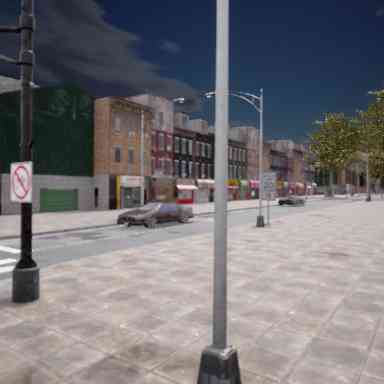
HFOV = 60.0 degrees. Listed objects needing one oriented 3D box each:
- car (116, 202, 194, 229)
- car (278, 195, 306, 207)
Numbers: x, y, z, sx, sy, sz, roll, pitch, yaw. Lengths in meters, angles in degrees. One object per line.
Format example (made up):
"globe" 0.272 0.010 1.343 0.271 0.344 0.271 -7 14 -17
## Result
"car" -1.988 1.291 20.023 2.033 1.411 5.357 1 1 36
"car" 11.832 1.051 39.319 1.895 1.301 4.718 1 1 36
